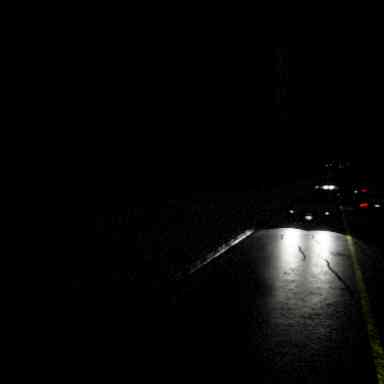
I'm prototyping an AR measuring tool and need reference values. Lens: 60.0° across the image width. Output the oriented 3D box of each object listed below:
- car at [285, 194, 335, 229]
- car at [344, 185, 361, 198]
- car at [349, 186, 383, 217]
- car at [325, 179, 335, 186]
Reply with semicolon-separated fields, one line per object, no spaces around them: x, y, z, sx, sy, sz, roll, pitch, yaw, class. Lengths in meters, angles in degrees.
5.644;0.801;15.664;1.994;1.385;4.181;2;3;23;car
17.826;-0.123;36.377;1.994;1.385;4.181;2;4;23;car
10.666;0.653;19.667;2.033;1.411;5.357;2;3;23;car
30.461;-2.087;73.774;2.128;1.511;4.902;2;4;23;car
